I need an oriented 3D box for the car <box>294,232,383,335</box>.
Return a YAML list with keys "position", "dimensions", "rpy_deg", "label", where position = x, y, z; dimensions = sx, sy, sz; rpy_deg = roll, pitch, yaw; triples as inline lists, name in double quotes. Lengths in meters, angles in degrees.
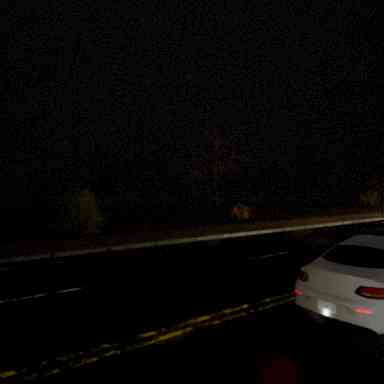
- position: [3.835, 1.487, 6.179]
  dimensions: [4.674, 1.442, 1.812]
  rpy_deg: [0, 0, -35]
  label: "car"
